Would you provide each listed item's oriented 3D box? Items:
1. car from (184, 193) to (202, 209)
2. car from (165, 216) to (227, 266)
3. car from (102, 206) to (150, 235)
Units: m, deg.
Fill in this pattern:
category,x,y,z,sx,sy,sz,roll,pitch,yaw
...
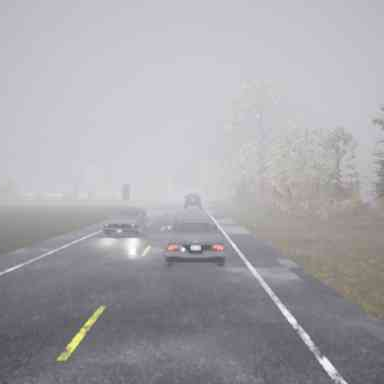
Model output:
category,x,y,z,sx,sy,sz,roll,pitch,yaw
car,0.118,1.201,45.018,2.150,2.045,5.566,0,0,0
car,0.098,1.548,11.448,2.033,1.411,5.357,0,0,0
car,-3.581,1.544,19.036,2.033,1.411,5.357,0,0,0
